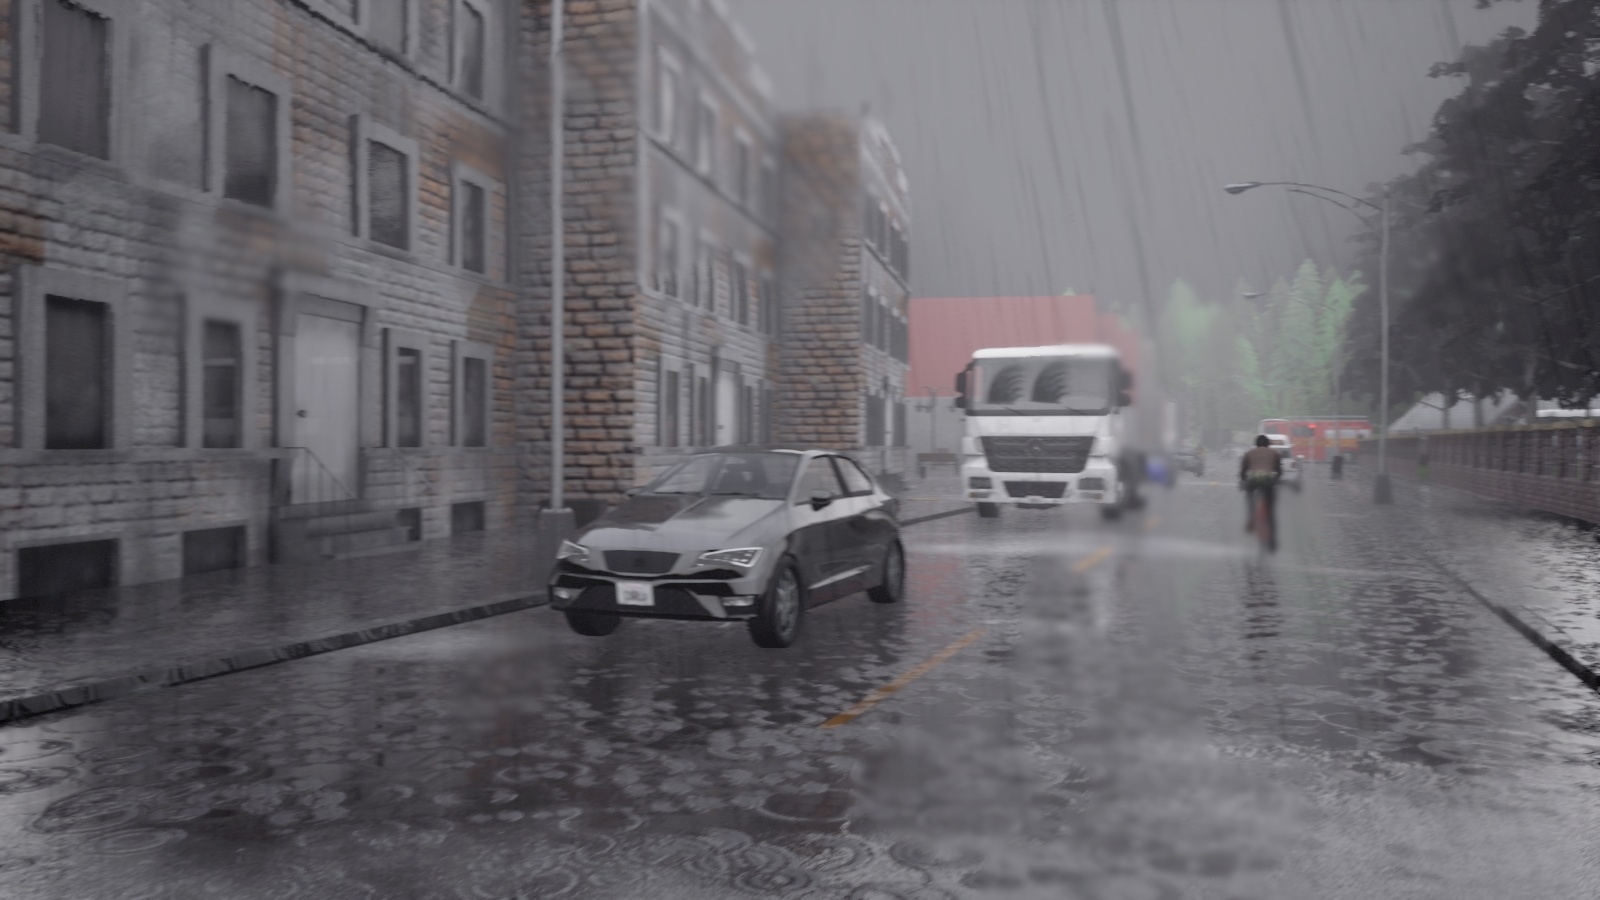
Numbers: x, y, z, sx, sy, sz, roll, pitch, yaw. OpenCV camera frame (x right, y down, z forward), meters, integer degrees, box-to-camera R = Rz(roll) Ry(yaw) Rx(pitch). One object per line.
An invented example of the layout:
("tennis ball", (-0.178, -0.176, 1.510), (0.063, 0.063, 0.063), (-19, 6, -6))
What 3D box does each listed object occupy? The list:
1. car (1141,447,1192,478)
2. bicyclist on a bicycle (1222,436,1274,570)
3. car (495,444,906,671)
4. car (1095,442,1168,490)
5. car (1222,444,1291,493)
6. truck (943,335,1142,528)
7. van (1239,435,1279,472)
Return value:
("car", (17.168, 0.568, 58.702), (1.994, 1.385, 4.181), (0, 0, 20))
("bicyclist on a bicycle", (5.706, 0.639, 15.973), (0.582, 1.620, 1.656), (0, 0, 21))
("car", (-0.559, 0.694, 10.469), (1.816, 1.474, 4.193), (0, 0, 20))
("car", (11.491, 0.507, 43.288), (2.007, 1.525, 4.514), (0, 0, 20))
("car", (14.728, 0.562, 40.504), (1.970, 1.475, 3.806), (0, 0, 20))
("truck", (5.420, -0.361, 26.734), (2.891, 3.462, 7.936), (0, 0, 20))
("van", (26.021, 0.202, 71.145), (2.069, 2.038, 4.480), (0, 0, 20))
